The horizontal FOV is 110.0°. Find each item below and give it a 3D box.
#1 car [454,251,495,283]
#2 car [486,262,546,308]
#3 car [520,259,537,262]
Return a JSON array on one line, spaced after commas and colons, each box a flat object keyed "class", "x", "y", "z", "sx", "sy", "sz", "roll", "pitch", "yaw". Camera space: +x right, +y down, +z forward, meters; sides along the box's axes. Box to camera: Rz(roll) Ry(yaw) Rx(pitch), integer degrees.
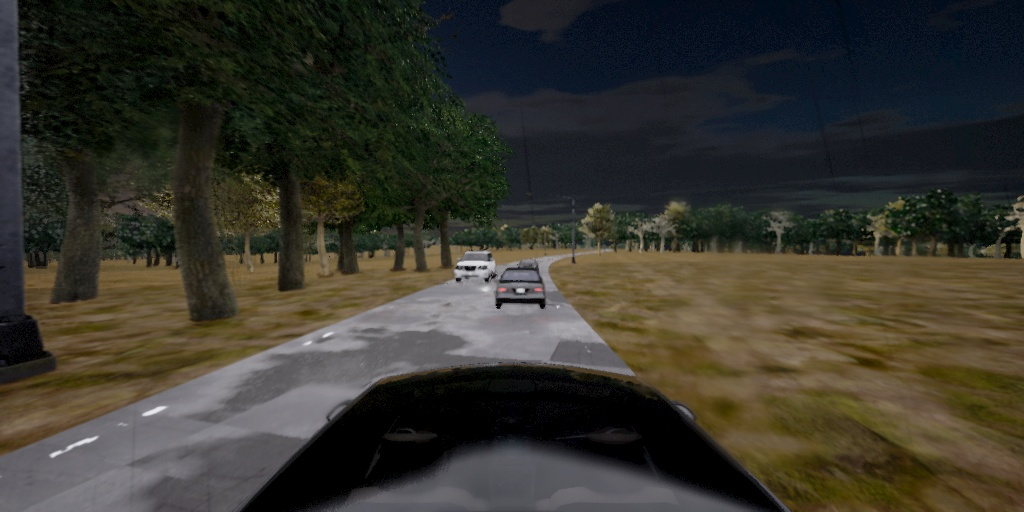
[{"class": "car", "x": -2.356, "y": 0.668, "z": 24.301, "sx": 2.150, "sy": 2.045, "sz": 5.566, "roll": 0, "pitch": 1, "yaw": 4}, {"class": "car", "x": 0.353, "y": 1.132, "z": 14.105, "sx": 2.033, "sy": 1.411, "sz": 5.357, "roll": 0, "pitch": 1, "yaw": 2}, {"class": "car", "x": 1.634, "y": 0.916, "z": 34.743, "sx": 1.895, "sy": 1.301, "sz": 4.718, "roll": 0, "pitch": 1, "yaw": 5}]
